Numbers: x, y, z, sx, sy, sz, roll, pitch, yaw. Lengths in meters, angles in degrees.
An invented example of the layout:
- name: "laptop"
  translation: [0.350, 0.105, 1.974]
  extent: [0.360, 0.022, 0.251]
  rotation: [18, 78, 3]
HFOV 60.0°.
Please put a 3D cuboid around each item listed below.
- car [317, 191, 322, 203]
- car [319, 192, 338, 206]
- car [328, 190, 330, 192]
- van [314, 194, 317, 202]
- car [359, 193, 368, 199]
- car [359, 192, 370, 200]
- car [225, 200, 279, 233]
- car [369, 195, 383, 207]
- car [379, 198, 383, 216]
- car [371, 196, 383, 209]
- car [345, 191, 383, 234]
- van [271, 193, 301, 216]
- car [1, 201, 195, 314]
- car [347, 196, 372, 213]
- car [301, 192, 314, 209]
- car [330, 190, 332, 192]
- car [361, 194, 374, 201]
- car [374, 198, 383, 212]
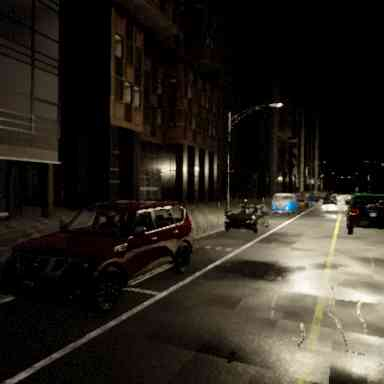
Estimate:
- name: "car"
  translation: [19.513, 0.989, 53.317]
  extent: [1.752, 1.417, 4.829]
  rotation: [1, 1, 25]
- name: "car"
  translation: [19.009, 1.118, 45.650]
  extent: [2.033, 1.411, 5.357]
  rotation: [1, 1, 25]
- name: "car"
  translation: [29.009, 0.752, 73.834]
  extent: [1.967, 1.590, 4.097]
  rotation: [1, 1, 25]
- name: "van"
  translation: [14.877, 0.885, 43.288]
  extent: [1.690, 1.788, 3.998]
  rotation: [1, 1, 25]
- name: "car"
  translation: [41.456, 0.992, 80.442]
  extent: [1.802, 1.307, 4.206]
  rotation: [1, 1, 25]
- name: "car"
  translation: [39.102, 0.887, 75.350]
  extent: [1.967, 1.590, 4.097]
  rotation: [1, 1, 25]
- name: "car"
  translation: [3.095, 1.311, 17.837]
  extent: [2.008, 1.369, 4.403]
  rotation: [1, 1, 25]
- name: "car"
  translation: [25.040, 1.199, 44.964]
  extent: [1.752, 1.417, 4.829]
  rotation: [1, 1, 25]
- name: "car"
  translation: [17.901, 1.348, 29.539]
  extent: [1.887, 1.381, 4.507]
  rotation: [1, 1, 25]
- name: "car"
  translation: [22.684, 1.241, 39.873]
  extent: [1.752, 1.417, 4.829]
  rotation: [1, 1, 25]
- name: "car"
  translation: [9.448, 1.084, 17.679]
  extent: [2.150, 2.045, 5.566]
  rotation: [1, 1, 25]
- name: "van"
  translation: [7.810, 1.015, 28.016]
  extent: [1.690, 1.788, 3.998]
  rotation: [1, 1, 25]
- name: "car"
  translation: [-1.613, 1.162, 7.652]
  extent: [2.192, 1.841, 5.009]
  rotation: [1, 1, 25]
- name: "car"
  translation: [17.134, 1.210, 34.290]
  extent: [2.128, 1.511, 4.902]
  rotation: [1, 1, 25]
- name: "car"
  translation: [12.520, 1.027, 38.199]
  extent: [1.967, 1.590, 4.097]
  rotation: [1, 1, 25]
- name: "car"
  translation: [31.367, 0.589, 78.922]
  extent: [2.192, 1.841, 5.009]
  rotation: [1, 1, 25]
- name: "car"
  translation: [34.390, 1.073, 65.171]
  extent: [2.008, 1.369, 4.403]
  rotation: [1, 1, 25]
- name: "car"
  translation: [20.257, 1.326, 34.629]
  extent: [1.947, 1.339, 4.313]
  rotation: [1, 1, 25]
